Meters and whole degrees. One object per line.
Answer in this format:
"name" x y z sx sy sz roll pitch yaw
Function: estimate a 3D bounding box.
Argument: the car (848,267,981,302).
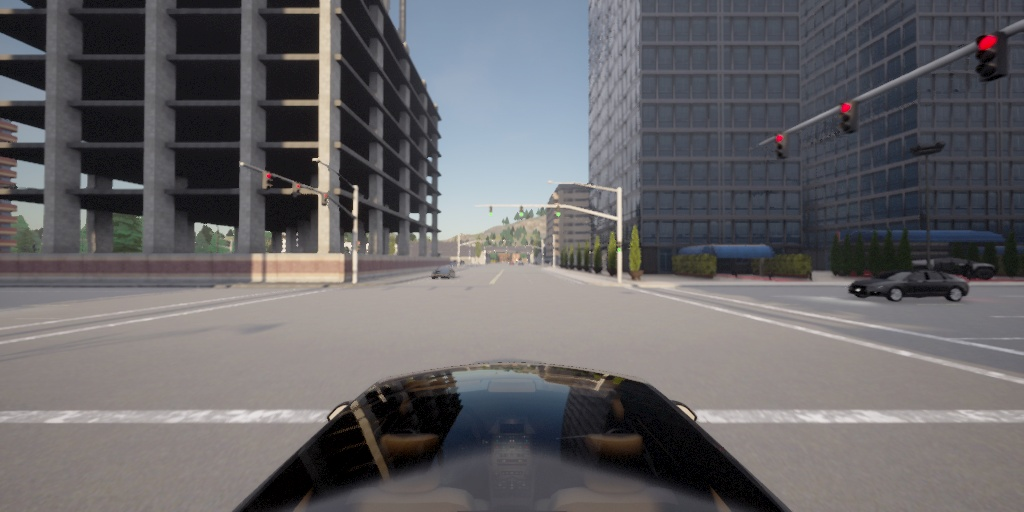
"car" 19.704 1.448 17.940 4.892 1.490 1.837 0 -1 0

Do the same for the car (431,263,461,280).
"car" -7.012 1.744 37.237 2.033 1.411 5.357 0 0 0
